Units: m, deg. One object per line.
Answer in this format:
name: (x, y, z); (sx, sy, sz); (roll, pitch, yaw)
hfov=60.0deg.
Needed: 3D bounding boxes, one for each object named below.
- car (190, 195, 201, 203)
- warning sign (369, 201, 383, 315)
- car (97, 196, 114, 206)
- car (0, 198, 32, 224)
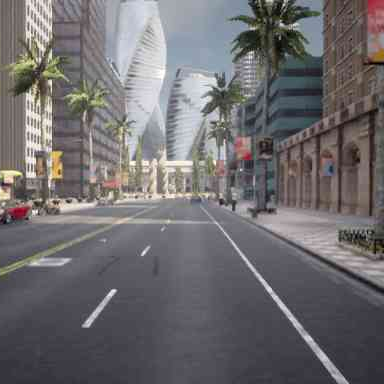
car: (0.756, 1.380, 65.424); (2.097, 1.767, 4.553); (0, 0, -1)
warning sign: (3.800, 1.088, 5.388); (1.300, 1.860, 1.060); (0, 0, 0)
car: (-13.925, 1.457, 53.652); (2.231, 1.521, 4.892); (0, 0, -1)
car: (-13.619, 1.328, 24.278); (2.185, 1.767, 4.553); (0, 0, -1)
